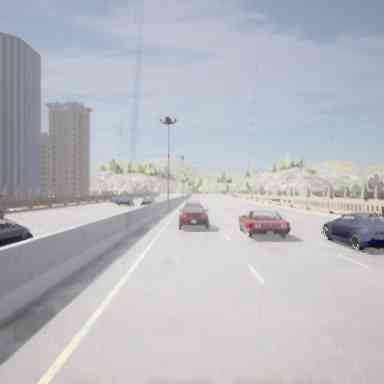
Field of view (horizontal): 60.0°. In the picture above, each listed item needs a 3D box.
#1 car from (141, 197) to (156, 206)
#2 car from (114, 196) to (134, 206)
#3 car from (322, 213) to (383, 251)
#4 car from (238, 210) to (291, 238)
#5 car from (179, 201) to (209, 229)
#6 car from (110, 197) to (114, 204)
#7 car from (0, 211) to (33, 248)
[{"bbox_3d":[-7.035,1.516,54.273,2.033,1.411,5.357,0,0,1],"label":"car"},{"bbox_3d":[-10.549,1.447,52.888,1.882,1.535,5.008,0,0,0],"label":"car"},{"bbox_3d":[7.106,1.556,13.967,1.994,1.385,4.181,0,0,0],"label":"car"},{"bbox_3d":[3.605,1.591,17.490,1.895,1.301,4.718,0,0,0],"label":"car"},{"bbox_3d":[0.120,1.514,21.194,1.812,1.442,4.674,0,0,0],"label":"car"},{"bbox_3d":[-13.996,1.469,62.483,1.837,1.490,4.892,0,0,0],"label":"car"},{"bbox_3d":[-7.096,1.558,11.073,1.994,1.385,4.181,0,0,0],"label":"car"}]
